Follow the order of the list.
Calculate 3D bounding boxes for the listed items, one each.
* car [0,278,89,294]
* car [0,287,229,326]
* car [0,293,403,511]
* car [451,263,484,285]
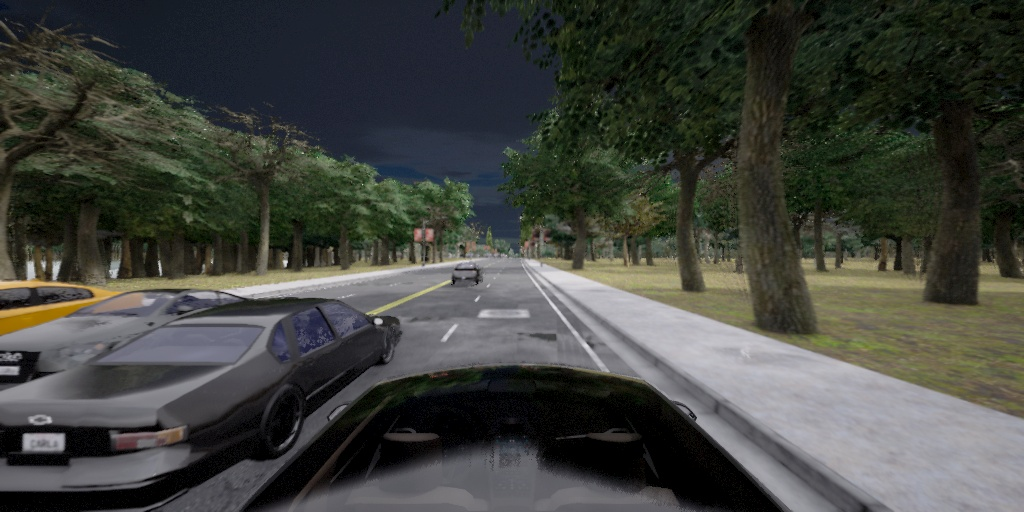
[{"bbox_3d":[-9.837,1.226,6.565,1.882,1.535,5.008,0,0,0],"label":"car"},{"bbox_3d":[-6.585,1.313,6.680,1.994,1.385,4.181,0,0,0],"label":"car"},{"bbox_3d":[-3.148,1.297,4.923,2.033,1.411,5.357,0,0,0],"label":"car"},{"bbox_3d":[-3.081,1.203,25.417,2.128,1.511,4.902,0,0,0],"label":"car"}]
